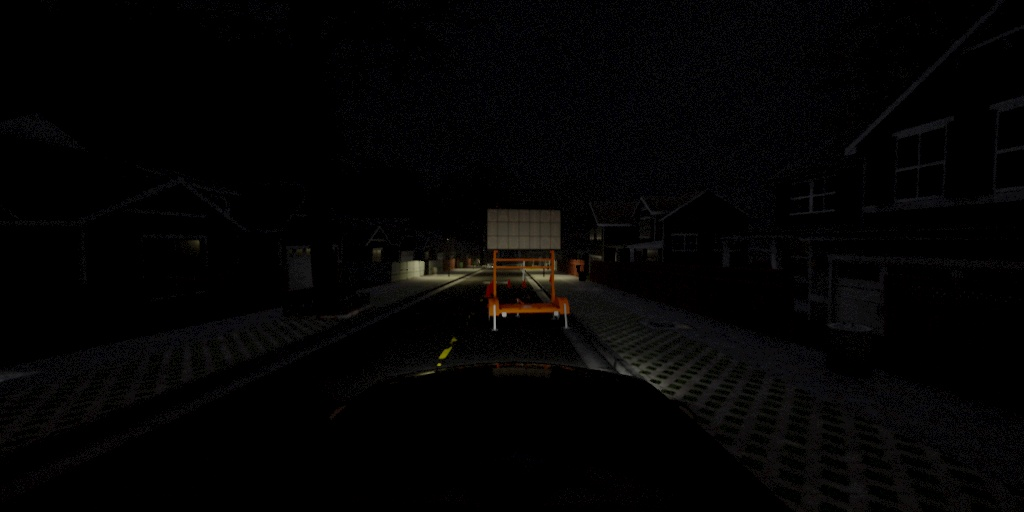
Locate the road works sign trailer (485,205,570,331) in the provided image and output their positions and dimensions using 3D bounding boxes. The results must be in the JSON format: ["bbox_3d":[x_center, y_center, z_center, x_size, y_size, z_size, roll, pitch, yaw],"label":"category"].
[{"bbox_3d":[0.350,0.236,11.240,2.380,3.560,2.880,0,0,-7],"label":"road works sign trailer"}]
